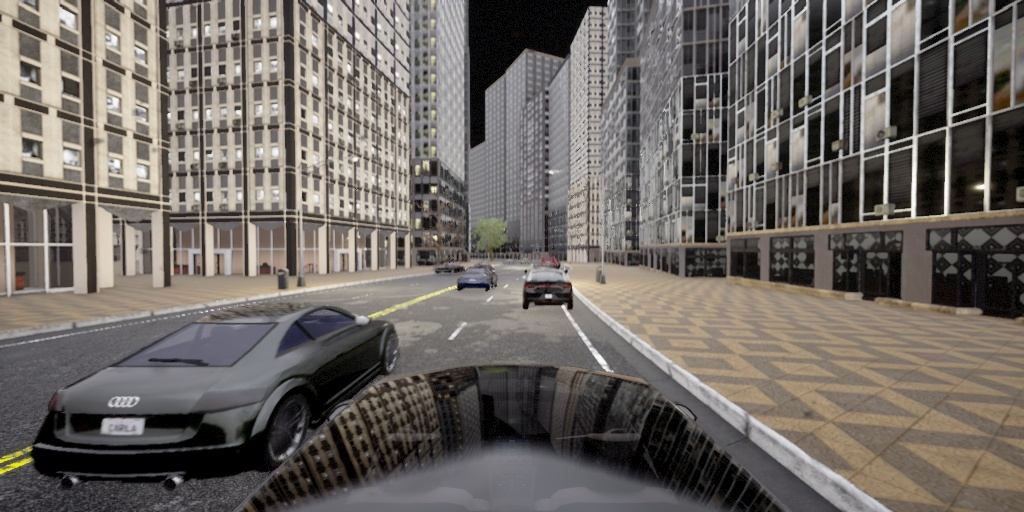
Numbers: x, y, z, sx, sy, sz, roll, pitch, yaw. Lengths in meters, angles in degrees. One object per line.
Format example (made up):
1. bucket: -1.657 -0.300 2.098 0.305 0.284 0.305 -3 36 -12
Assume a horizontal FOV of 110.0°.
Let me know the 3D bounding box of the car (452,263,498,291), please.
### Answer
1. car: -2.045 1.343 22.270 1.994 1.385 4.181 0 0 5

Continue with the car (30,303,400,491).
1. car: -3.042 1.318 4.836 1.994 1.385 4.181 0 0 1

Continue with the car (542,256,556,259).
1. car: 5.136 1.049 49.010 2.150 2.045 5.566 0 0 11

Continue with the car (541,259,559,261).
1. car: 2.962 1.279 30.472 1.882 1.535 5.008 0 0 8

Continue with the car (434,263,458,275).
1. car: -6.727 1.381 38.603 1.895 1.301 4.718 0 0 9

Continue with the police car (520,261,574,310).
1. police car: 1.440 1.199 15.053 1.930 1.638 5.238 0 0 4
